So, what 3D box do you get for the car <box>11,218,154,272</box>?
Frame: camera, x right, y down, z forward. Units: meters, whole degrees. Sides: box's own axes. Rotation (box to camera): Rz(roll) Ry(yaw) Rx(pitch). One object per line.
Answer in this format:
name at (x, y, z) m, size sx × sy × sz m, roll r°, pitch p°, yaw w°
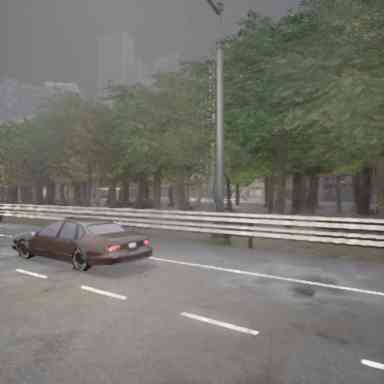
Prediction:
car at (-3.726, 1.551, 10.829) m, size 5.357 × 1.411 × 2.033 m, roll 0°, pitch 0°, yaw 36°
